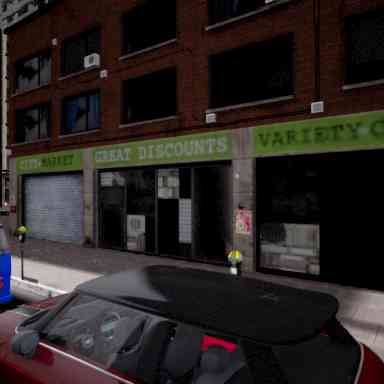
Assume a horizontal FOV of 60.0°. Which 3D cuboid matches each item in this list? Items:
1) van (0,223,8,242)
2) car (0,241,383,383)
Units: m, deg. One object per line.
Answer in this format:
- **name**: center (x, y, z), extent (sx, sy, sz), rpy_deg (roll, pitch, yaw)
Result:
- **van**: center (-5.117, 1.345, 6.378), extent (3.998, 1.788, 1.690), rpy_deg (0, 0, 36)
- **car**: center (-0.485, 1.441, 3.072), extent (4.097, 1.590, 1.967), rpy_deg (0, 0, 36)
